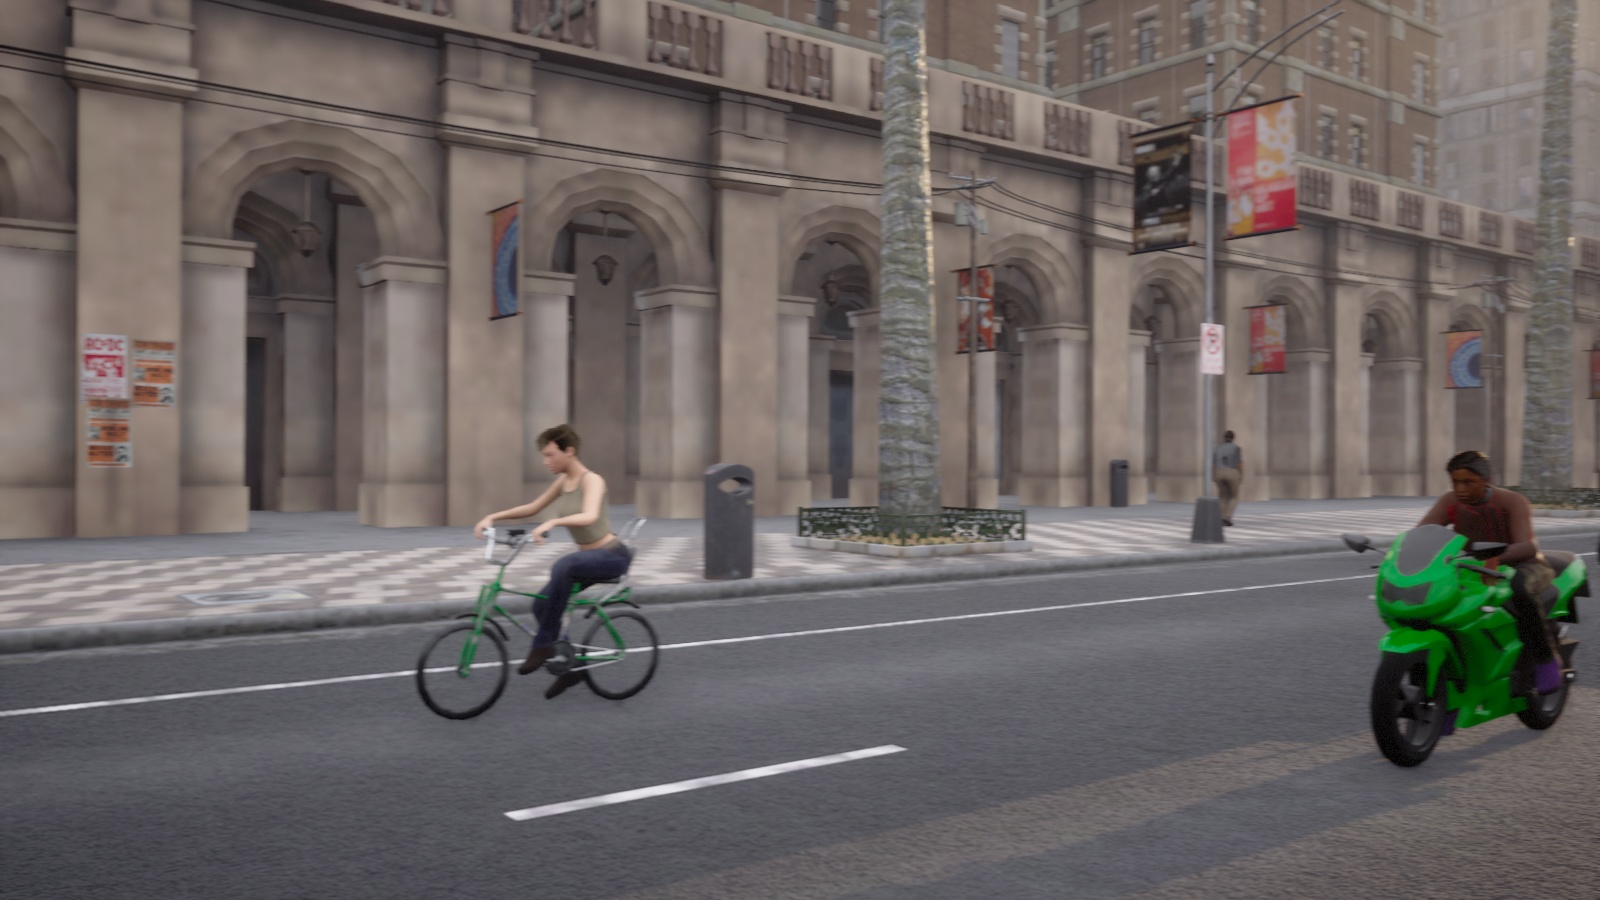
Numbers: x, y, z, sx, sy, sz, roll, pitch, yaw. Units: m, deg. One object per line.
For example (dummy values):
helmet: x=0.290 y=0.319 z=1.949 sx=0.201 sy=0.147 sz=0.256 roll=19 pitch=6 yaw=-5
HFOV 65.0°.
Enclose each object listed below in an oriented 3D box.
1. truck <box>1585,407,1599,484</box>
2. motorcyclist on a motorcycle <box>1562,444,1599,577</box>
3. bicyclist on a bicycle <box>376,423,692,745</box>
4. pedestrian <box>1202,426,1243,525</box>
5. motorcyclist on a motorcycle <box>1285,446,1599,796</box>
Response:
truck: x=43.328 y=-0.227 z=60.853 sx=2.891 sy=3.827 sz=8.468 roll=0 pitch=0 yaw=-37
motorcyclist on a motorcycle: x=10.876 y=0.754 z=16.386 sx=2.350 sy=1.649 sz=0.766 roll=0 pitch=0 yaw=-37
bicyclist on a bicycle: x=-1.487 y=0.670 z=7.084 sx=1.509 sy=1.612 sz=0.866 roll=0 pitch=0 yaw=-37
pedestrian: x=7.977 y=0.472 z=23.713 sx=0.540 sy=1.848 sz=0.694 roll=0 pitch=0 yaw=36
motorcyclist on a motorcycle: x=3.413 y=0.746 z=6.395 sx=2.044 sy=1.523 sz=0.797 roll=0 pitch=0 yaw=-37
